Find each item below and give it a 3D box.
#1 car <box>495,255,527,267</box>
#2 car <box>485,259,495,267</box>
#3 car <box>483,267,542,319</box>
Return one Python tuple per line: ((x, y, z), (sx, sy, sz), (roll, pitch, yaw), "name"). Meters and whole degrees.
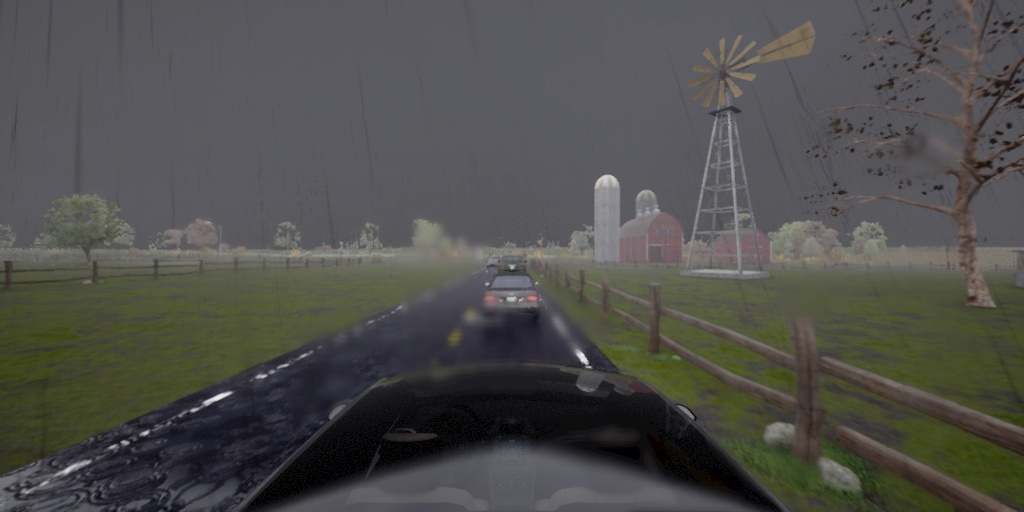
((0.032, 0.911, 28.565), (2.150, 2.045, 5.566), (0, 0, 0), "car")
((-2.791, 1.125, 52.521), (1.837, 1.490, 4.892), (0, 0, 0), "car")
((0.022, 1.274, 12.583), (2.033, 1.411, 5.357), (0, 0, 0), "car")
